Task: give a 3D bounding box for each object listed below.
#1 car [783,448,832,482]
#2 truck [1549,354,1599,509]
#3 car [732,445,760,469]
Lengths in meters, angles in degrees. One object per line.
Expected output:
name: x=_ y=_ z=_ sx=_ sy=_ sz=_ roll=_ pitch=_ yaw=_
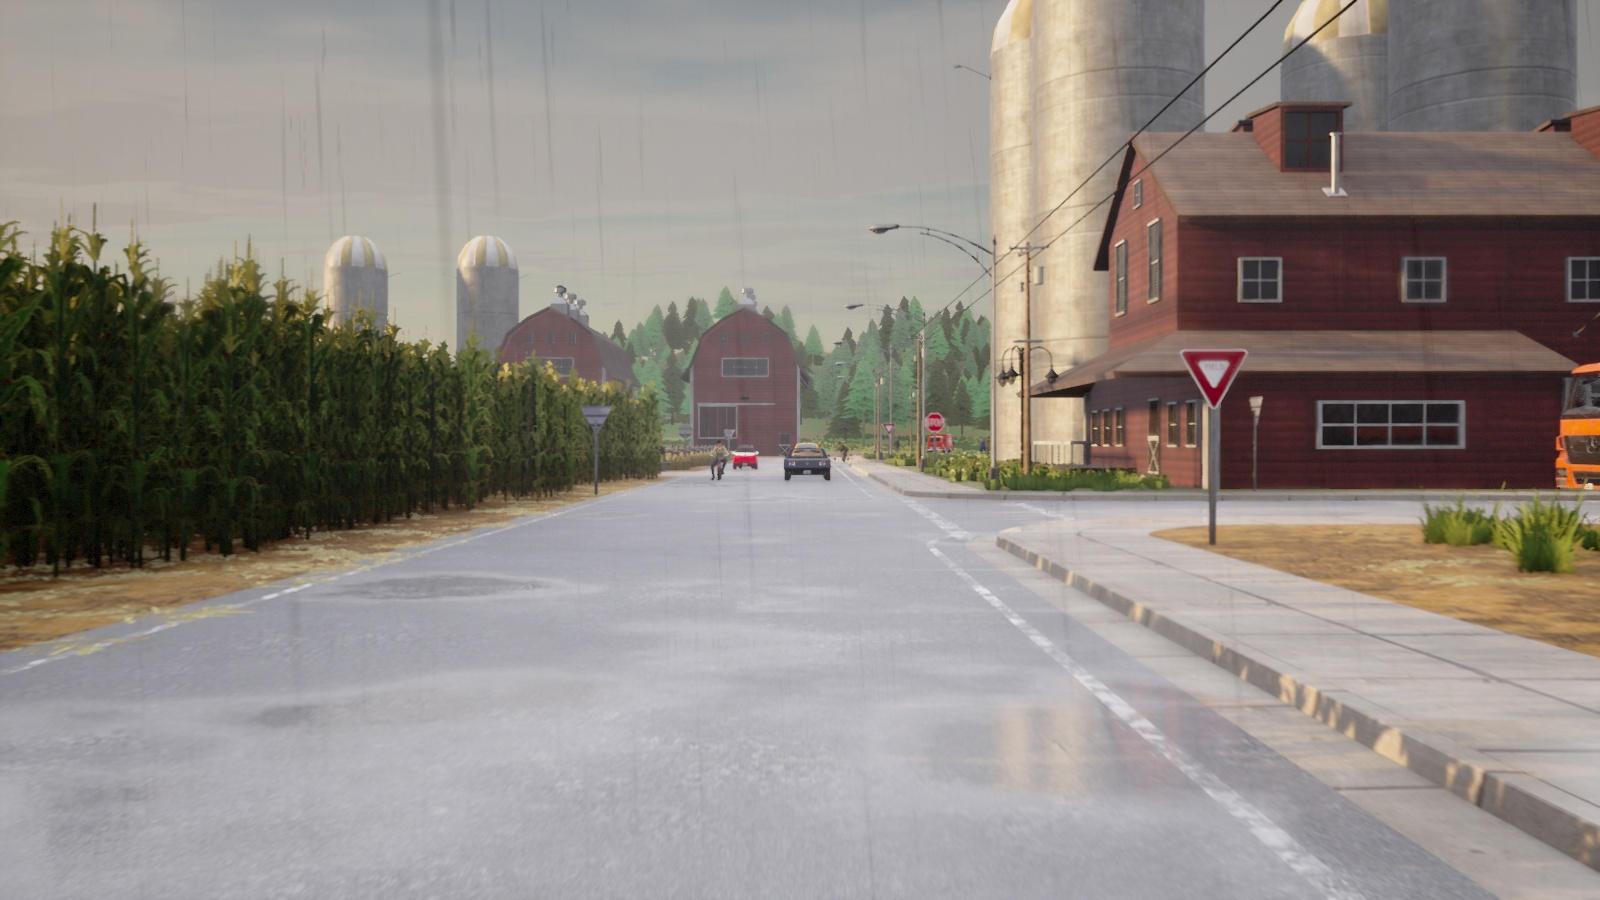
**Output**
car: x=0.296 y=0.561 z=50.824 sx=1.895 sy=1.301 sz=4.718 roll=0 pitch=0 yaw=0
truck: x=21.858 y=-0.405 z=28.554 sx=7.936 sy=3.462 sz=2.891 roll=0 pitch=0 yaw=-1
car: x=-3.090 y=0.396 z=71.576 sx=1.481 sy=1.376 sz=2.207 roll=0 pitch=0 yaw=0
